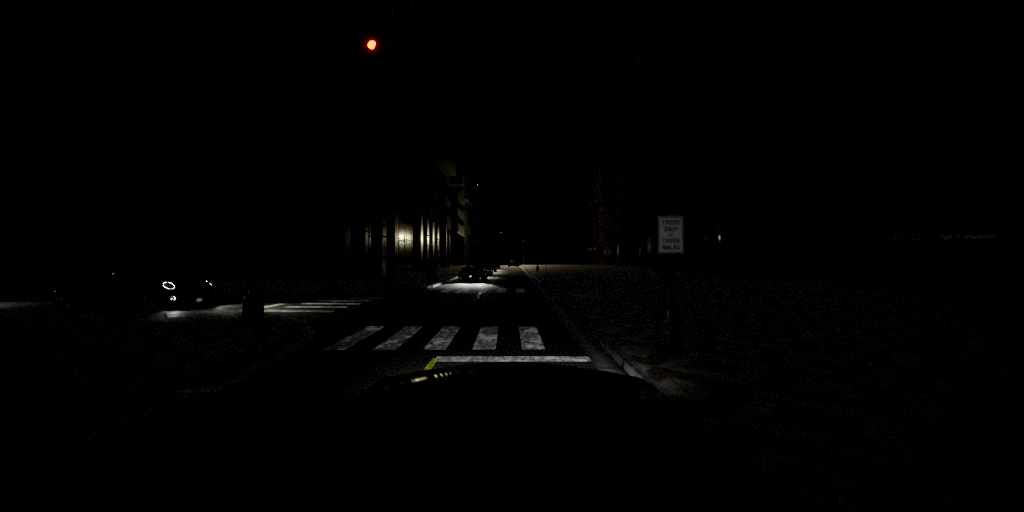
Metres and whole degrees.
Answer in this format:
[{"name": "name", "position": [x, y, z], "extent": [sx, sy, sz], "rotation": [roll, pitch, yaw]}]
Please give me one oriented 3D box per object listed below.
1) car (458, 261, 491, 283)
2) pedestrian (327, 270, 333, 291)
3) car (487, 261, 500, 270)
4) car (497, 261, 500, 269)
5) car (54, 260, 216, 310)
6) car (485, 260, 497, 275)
[{"name": "car", "position": [-3.022, 1.327, 28.420], "extent": [1.994, 1.385, 4.181], "rotation": [0, 0, 1]}, {"name": "pedestrian", "position": [-9.962, 0.974, 19.605], "extent": [0.375, 1.860, 0.375], "rotation": [0, -1, 0]}, {"name": "car", "position": [-2.905, 1.460, 57.820], "extent": [1.895, 1.301, 4.718], "rotation": [0, 0, 1]}, {"name": "car", "position": [-2.973, 1.321, 47.594], "extent": [1.837, 1.490, 4.892], "rotation": [0, 0, 0]}, {"name": "car", "position": [-13.812, 1.042, 13.342], "extent": [4.553, 1.767, 2.097], "rotation": [0, -1, 2]}, {"name": "car", "position": [-3.007, 1.332, 37.741], "extent": [2.033, 1.411, 5.357], "rotation": [0, 0, 0]}]
